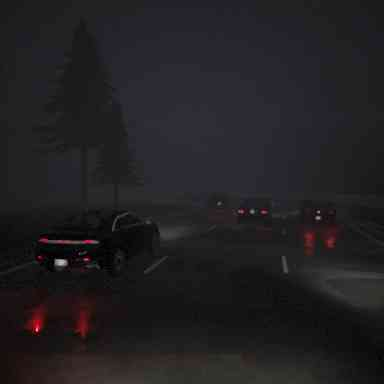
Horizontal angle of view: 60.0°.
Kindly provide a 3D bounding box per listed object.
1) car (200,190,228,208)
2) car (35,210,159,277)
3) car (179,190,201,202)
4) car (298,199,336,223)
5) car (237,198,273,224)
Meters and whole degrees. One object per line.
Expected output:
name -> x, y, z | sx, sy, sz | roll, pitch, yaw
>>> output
car -> 2.216, 0.713, 32.090 | 1.837, 1.490, 4.892 | 1, 1, -5
car -> -2.368, 1.251, 9.589 | 2.128, 1.511, 4.902 | 0, 1, 11
car -> 0.595, 0.488, 40.666 | 4.902, 1.511, 2.128 | 1, 1, 40
car -> 7.611, 1.092, 20.624 | 1.895, 1.301, 4.718 | 0, 1, 15
car -> 3.889, 1.047, 20.242 | 2.033, 1.411, 5.357 | 0, 1, 15
